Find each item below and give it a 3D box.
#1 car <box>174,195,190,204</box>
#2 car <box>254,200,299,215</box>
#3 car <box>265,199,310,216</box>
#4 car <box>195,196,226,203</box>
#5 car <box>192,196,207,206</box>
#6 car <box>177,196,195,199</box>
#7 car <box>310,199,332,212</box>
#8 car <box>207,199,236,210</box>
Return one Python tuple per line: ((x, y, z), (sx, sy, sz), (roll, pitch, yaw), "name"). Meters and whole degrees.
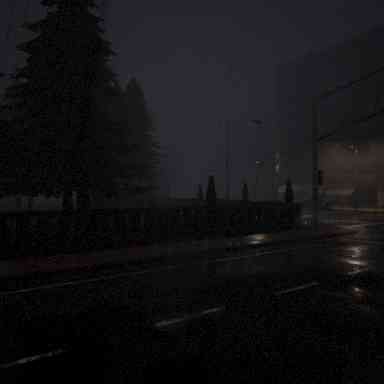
((-1.949, 1.437, 64.885), (2.128, 1.511, 4.902), (0, 0, 10), "car")
((8.454, 1.509, 33.455), (1.994, 1.385, 4.181), (0, 0, -32), "car")
((7.286, 1.422, 28.808), (1.882, 1.535, 5.008), (0, 0, -33), "car")
((2.495, 1.470, 36.817), (1.812, 1.442, 4.674), (0, 0, -28), "car")
((1.126, 1.422, 53.063), (1.882, 1.535, 5.008), (0, 0, -5), "car")
((-1.284, 1.470, 46.541), (1.812, 1.442, 4.674), (0, 0, -13), "car")
((13.746, 1.470, 38.059), (1.812, 1.442, 4.674), (0, 0, -31), "car")
((3.669, 1.545, 42.247), (1.895, 1.301, 4.718), (0, 0, -20), "car")
